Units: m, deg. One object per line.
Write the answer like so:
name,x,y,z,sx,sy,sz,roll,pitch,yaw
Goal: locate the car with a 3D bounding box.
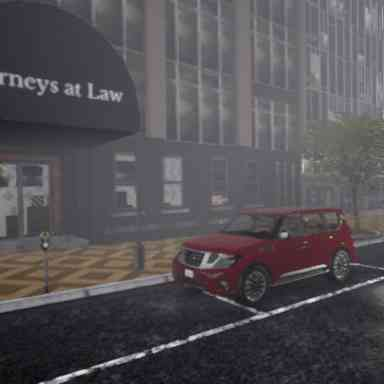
car,1.987,1.306,8.124,5.009,1.841,2.192,0,-1,-36
